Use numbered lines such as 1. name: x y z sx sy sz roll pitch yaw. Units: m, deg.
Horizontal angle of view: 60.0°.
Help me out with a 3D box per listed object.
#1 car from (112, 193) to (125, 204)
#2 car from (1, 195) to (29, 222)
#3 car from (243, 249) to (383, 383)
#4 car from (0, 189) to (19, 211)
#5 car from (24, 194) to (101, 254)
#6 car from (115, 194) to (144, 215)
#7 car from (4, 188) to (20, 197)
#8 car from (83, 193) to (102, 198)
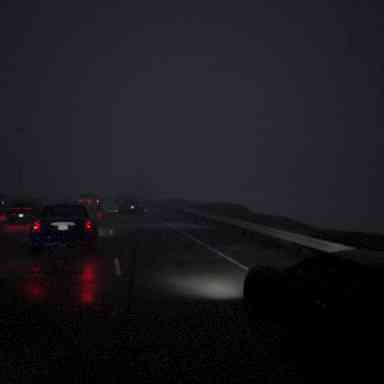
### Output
1. car: -9.641 0.880 44.819 1.812 1.442 4.674 0 0 -15
2. car: -10.880 1.115 22.304 1.837 1.490 4.892 0 1 -15
3. car: 2.296 1.499 4.448 1.812 1.442 4.674 0 1 -15
4. car: -15.964 0.839 27.783 2.097 1.767 4.553 0 1 -15
5. car: -4.723 1.145 12.799 2.097 1.767 4.553 0 1 -15
6. car: -5.314 1.161 28.623 1.994 1.385 4.181 0 1 -15
7. car: -38.603 0.062 71.497 2.097 1.767 4.553 0 1 -15
8. car: -9.818 0.859 31.903 2.097 1.767 4.553 0 1 -15
